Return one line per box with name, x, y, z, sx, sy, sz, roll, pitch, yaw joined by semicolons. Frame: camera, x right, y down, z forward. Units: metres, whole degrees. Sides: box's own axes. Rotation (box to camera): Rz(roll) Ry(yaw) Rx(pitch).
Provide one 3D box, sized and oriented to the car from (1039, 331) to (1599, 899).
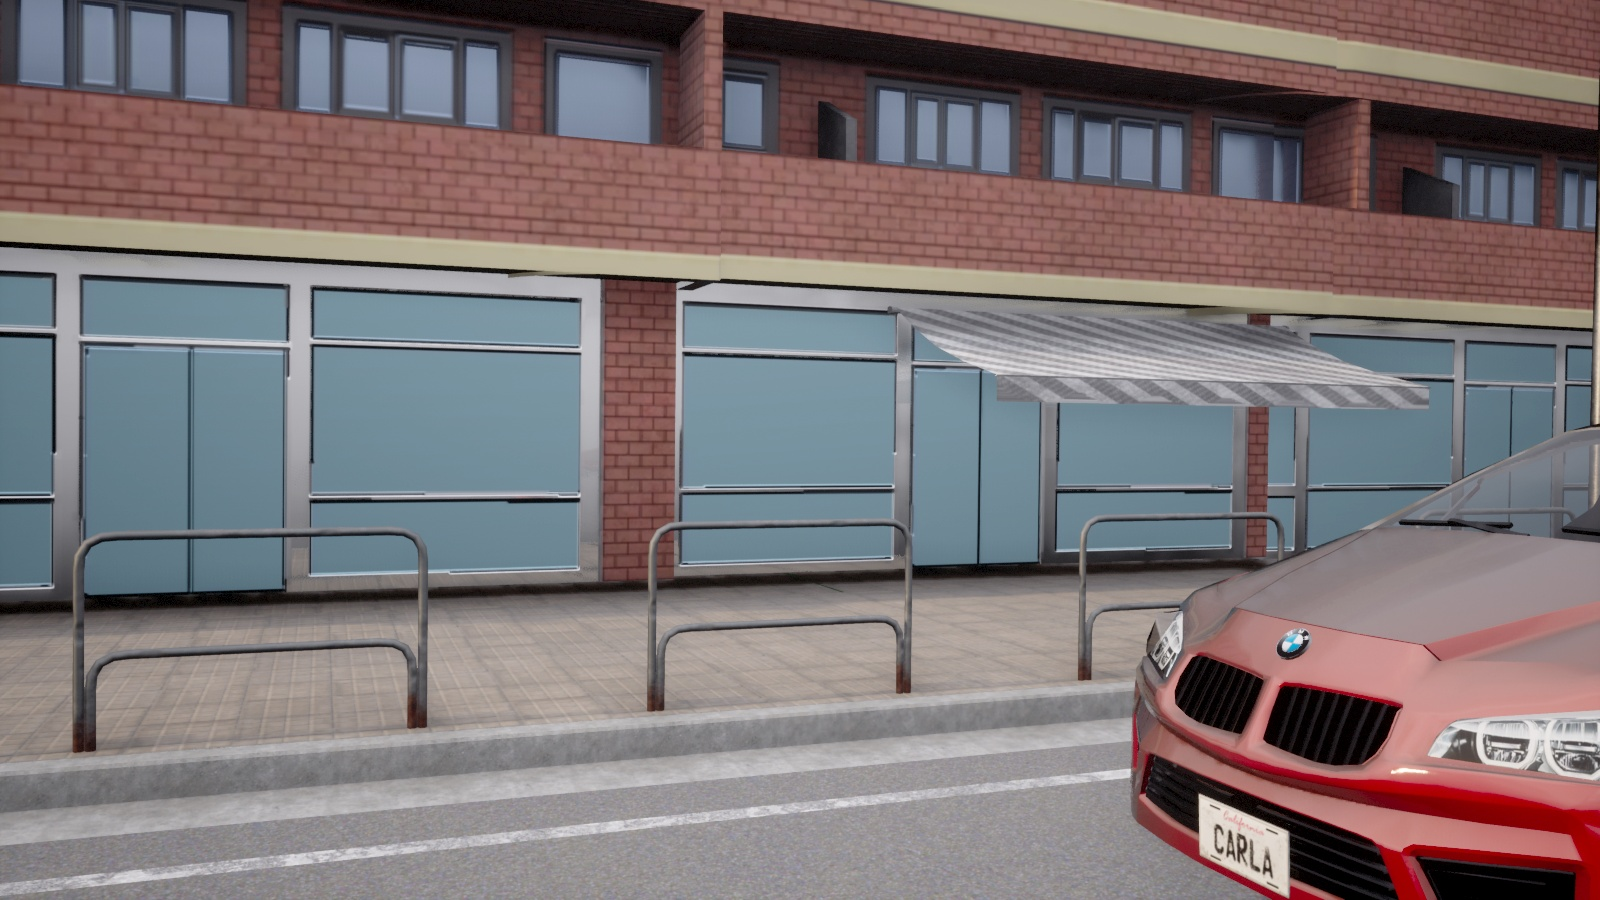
car;3.469;0.531;4.556;4.611;1.667;2.242;-1;1;-21
